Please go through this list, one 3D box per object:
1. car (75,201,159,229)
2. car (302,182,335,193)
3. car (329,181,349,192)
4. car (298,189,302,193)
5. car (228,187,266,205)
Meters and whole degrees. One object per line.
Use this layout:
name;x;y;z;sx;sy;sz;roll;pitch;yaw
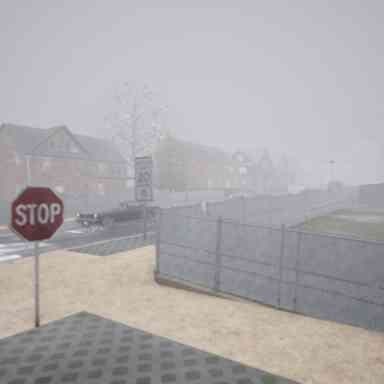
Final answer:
car;-4.064;1.193;18.562;1.895;1.301;4.718;-1;1;36
car;15.229;-0.013;39.883;1.882;1.535;5.008;-1;1;37
car;21.123;-0.612;47.973;2.150;2.045;5.566;-1;1;36
car;15.940;0.004;45.557;1.994;1.385;4.181;-1;1;36
car;5.224;0.378;31.169;2.097;1.767;4.553;-1;1;36
